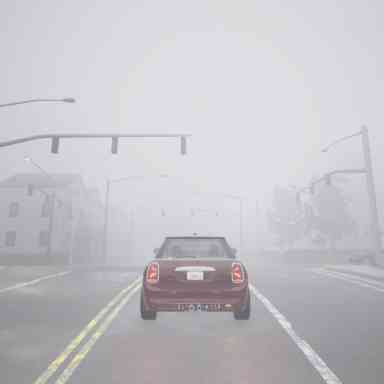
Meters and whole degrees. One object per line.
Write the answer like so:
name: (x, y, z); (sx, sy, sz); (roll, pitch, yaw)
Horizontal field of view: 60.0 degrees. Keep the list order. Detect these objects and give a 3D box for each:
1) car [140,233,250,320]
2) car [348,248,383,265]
car: (0.078, 1.790, 8.229); (2.097, 1.767, 4.553); (0, -6, 0)
car: (16.225, 5.692, 29.055); (4.892, 1.490, 1.837); (0, -12, 1)
